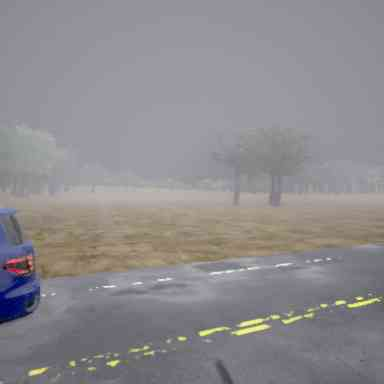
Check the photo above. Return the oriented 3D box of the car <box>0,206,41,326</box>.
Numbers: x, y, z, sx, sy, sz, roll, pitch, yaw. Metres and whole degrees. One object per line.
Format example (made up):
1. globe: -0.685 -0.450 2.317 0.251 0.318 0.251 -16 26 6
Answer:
1. car: -4.952 1.197 4.194 5.566 2.045 2.150 1 -1 -31
